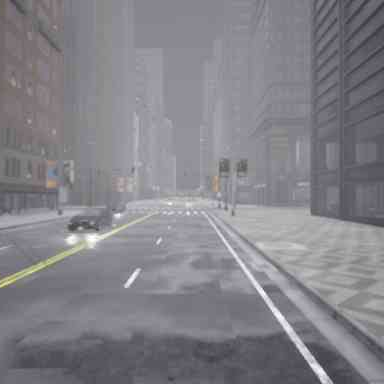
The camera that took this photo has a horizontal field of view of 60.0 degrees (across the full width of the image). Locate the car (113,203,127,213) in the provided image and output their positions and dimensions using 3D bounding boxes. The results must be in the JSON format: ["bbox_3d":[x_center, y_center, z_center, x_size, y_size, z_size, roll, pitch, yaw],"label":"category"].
[{"bbox_3d":[-9.741,2.087,43.380,1.994,1.385,4.181,0,-1,0],"label":"car"}]

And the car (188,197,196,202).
[{"bbox_3d":[0.018,2.157,90.954,2.097,1.767,4.553,0,-1,0],"label":"car"}]

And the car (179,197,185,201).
[{"bbox_3d":[-3.232,2.355,90.983,1.994,1.385,4.181,0,-1,0],"label":"car"}]

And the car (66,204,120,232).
[{"bbox_3d":[-6.595,1.793,22.311,2.033,1.411,5.357,0,-1,0],"label":"car"}]
